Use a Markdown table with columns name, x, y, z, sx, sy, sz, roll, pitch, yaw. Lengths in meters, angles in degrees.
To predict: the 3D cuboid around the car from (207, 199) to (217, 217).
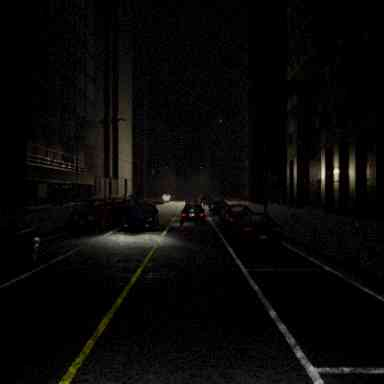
| name | x | y | z | sx | sy | sz | roll | pitch | yaw |
| --- | --- | --- | --- | --- | --- | --- | --- | --- | --- |
| car | 2.653 | 1.585 | 31.600 | 1.947 | 1.339 | 4.313 | 0 | 0 | 0 |

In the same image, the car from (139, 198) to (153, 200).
| name | x | y | z | sx | sy | sz | roll | pitch | yaw |
| --- | --- | --- | --- | --- | --- | --- | --- | --- | --- |
| car | -5.876 | 1.467 | 37.250 | 1.967 | 1.590 | 4.097 | 0 | 0 | 0 |

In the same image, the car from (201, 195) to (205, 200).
| name | x | y | z | sx | sy | sz | roll | pitch | yaw |
| --- | --- | --- | --- | --- | --- | --- | --- | --- | --- |
| car | 2.642 | 1.593 | 54.363 | 1.752 | 1.417 | 4.829 | 0 | 0 | 1 |

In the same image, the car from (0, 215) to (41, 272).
| name | x | y | z | sx | sy | sz | roll | pitch | yaw |
| --- | --- | --- | --- | --- | --- | --- | --- | --- | --- |
| car | -5.862 | 1.445 | 9.052 | 1.967 | 1.590 | 4.097 | 0 | 0 | 0 |

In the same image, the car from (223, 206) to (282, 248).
| name | x | y | z | sx | sy | sz | roll | pitch | yaw |
| --- | --- | --- | --- | --- | --- | --- | --- | --- | --- |
| car | 2.661 | 1.553 | 14.683 | 1.887 | 1.381 | 4.507 | 0 | 0 | 0 |

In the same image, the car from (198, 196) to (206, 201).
| name | x | y | z | sx | sy | sz | roll | pitch | yaw |
| --- | --- | --- | --- | --- | --- | --- | --- | --- | --- |
| car | 2.627 | 1.696 | 87.990 | 2.008 | 1.369 | 4.403 | 0 | 0 | 0 |

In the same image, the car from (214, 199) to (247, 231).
| name | x | y | z | sx | sy | sz | roll | pitch | yaw |
| --- | --- | --- | --- | --- | --- | --- | --- | --- | --- |
| car | 2.658 | 1.451 | 20.322 | 1.967 | 1.590 | 4.097 | 0 | 0 | 0 |

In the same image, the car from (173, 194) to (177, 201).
| name | x | y | z | sx | sy | sz | roll | pitch | yaw |
| --- | --- | --- | --- | --- | --- | --- | --- | --- | --- |
| car | -5.901 | 1.733 | 93.649 | 1.802 | 1.307 | 4.206 | 0 | 0 | 0 |

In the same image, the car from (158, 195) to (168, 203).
| name | x | y | z | sx | sy | sz | roll | pitch | yaw |
| --- | --- | --- | --- | --- | --- | --- | --- | --- | --- |
| car | -5.893 | 1.607 | 59.605 | 1.752 | 1.417 | 4.829 | 0 | 0 | 1 |

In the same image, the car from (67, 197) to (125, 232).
| name | x | y | z | sx | sy | sz | roll | pitch | yaw |
| --- | --- | --- | --- | --- | --- | --- | --- | --- | --- |
| car | -5.867 | 1.325 | 20.332 | 2.192 | 1.841 | 5.009 | 0 | 0 | 0 |

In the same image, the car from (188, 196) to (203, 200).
| name | x | y | z | sx | sy | sz | roll | pitch | yaw |
| --- | --- | --- | --- | --- | --- | --- | --- | --- | --- |
| car | 0.065 | 1.561 | 42.169 | 1.812 | 1.442 | 4.674 | 0 | 0 | 0 |

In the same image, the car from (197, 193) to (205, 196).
| name | x | y | z | sx | sy | sz | roll | pitch | yaw |
| --- | --- | --- | --- | --- | --- | --- | --- | --- | --- |
| car | 2.637 | 1.415 | 65.432 | 2.192 | 1.841 | 5.009 | 0 | 0 | 0 |

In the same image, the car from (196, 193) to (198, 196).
| name | x | y | z | sx | sy | sz | roll | pitch | yaw |
| --- | --- | --- | --- | --- | --- | --- | --- | --- | --- |
| car | 2.634 | 1.429 | 71.072 | 2.192 | 1.841 | 5.009 | 0 | 0 | 0 |

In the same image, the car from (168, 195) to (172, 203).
| name | x | y | z | sx | sy | sz | roll | pitch | yaw |
| --- | --- | --- | --- | --- | --- | --- | --- | --- | --- |
| car | -5.892 | 1.639 | 70.918 | 1.752 | 1.417 | 4.829 | 0 | 0 | 0 |

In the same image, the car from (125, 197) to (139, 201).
| name | x | y | z | sx | sy | sz | roll | pitch | yaw |
| --- | --- | --- | --- | --- | --- | --- | --- | --- | --- |
| car | -5.870 | 1.329 | 25.971 | 2.192 | 1.841 | 5.009 | 0 | 0 | 0 |

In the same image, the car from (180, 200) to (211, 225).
| name | x | y | z | sx | sy | sz | roll | pitch | yaw |
| --- | --- | --- | --- | --- | --- | --- | --- | --- | --- |
| car | 0.076 | 1.561 | 24.452 | 2.033 | 1.411 | 5.357 | 0 | 0 | 1 |

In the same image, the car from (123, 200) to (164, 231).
| name | x | y | z | sx | sy | sz | roll | pitch | yaw |
| --- | --- | --- | --- | --- | --- | --- | --- | --- | --- |
| car | -3.111 | 1.488 | 20.975 | 1.882 | 1.535 | 5.008 | 0 | 0 | 0 |

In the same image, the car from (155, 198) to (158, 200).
| name | x | y | z | sx | sy | sz | roll | pitch | yaw |
| --- | --- | --- | --- | --- | --- | --- | --- | --- | --- |
| car | -5.878 | 1.477 | 42.889 | 1.967 | 1.590 | 4.097 | 0 | 0 | 0 |

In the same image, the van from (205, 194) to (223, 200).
| name | x | y | z | sx | sy | sz | roll | pitch | yaw |
| --- | --- | --- | --- | --- | --- | --- | --- | --- | --- |
| van | 2.649 | 1.368 | 37.239 | 1.690 | 1.788 | 3.998 | 0 | 0 | 0 |
